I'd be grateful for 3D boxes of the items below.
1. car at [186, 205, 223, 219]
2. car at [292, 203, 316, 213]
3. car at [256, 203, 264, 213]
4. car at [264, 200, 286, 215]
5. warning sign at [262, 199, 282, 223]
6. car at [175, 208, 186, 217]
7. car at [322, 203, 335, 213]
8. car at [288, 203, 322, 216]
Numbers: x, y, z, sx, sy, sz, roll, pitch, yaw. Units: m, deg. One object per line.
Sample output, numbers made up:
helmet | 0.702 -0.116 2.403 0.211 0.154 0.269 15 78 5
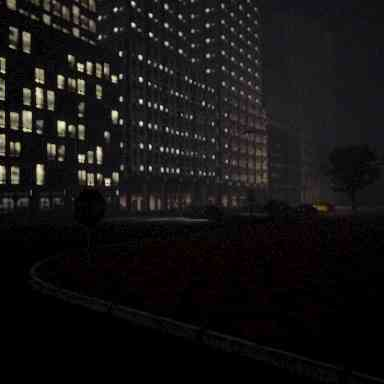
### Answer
car | 1.754 2.165 36.842 1.812 1.442 4.674 -1 -2 36
car | 18.044 2.510 53.440 2.033 1.411 5.357 -1 -2 36
car | 12.449 2.205 51.307 2.150 2.045 5.566 -1 -2 36
car | 12.092 2.150 45.236 2.097 1.767 4.553 -1 -2 37
warning sign | 6.626 1.541 27.514 1.300 1.860 1.060 0 0 36
car | 0.047 2.314 40.028 1.895 1.301 4.718 -1 -2 36
car | 20.667 2.392 51.522 1.882 1.535 5.008 -1 -2 36
car | 14.840 2.301 43.487 2.033 1.411 5.357 -1 -2 37
